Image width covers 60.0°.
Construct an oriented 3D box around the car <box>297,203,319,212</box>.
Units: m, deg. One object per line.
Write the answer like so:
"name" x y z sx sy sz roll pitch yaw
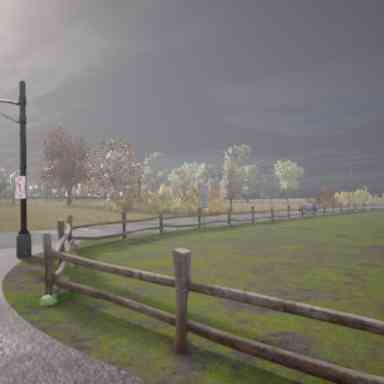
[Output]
"car" 18.633 2.451 53.130 2.033 1.411 5.357 -1 -2 40
